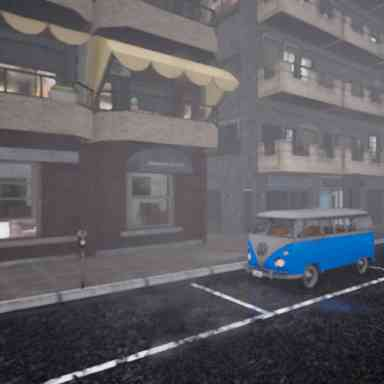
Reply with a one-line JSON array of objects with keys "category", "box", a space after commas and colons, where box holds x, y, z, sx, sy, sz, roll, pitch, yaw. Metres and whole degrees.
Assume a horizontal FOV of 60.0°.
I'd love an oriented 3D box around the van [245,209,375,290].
[{"category": "van", "box": [3.218, 1.354, 8.865, 3.998, 1.788, 1.690, 0, -1, -35]}]
